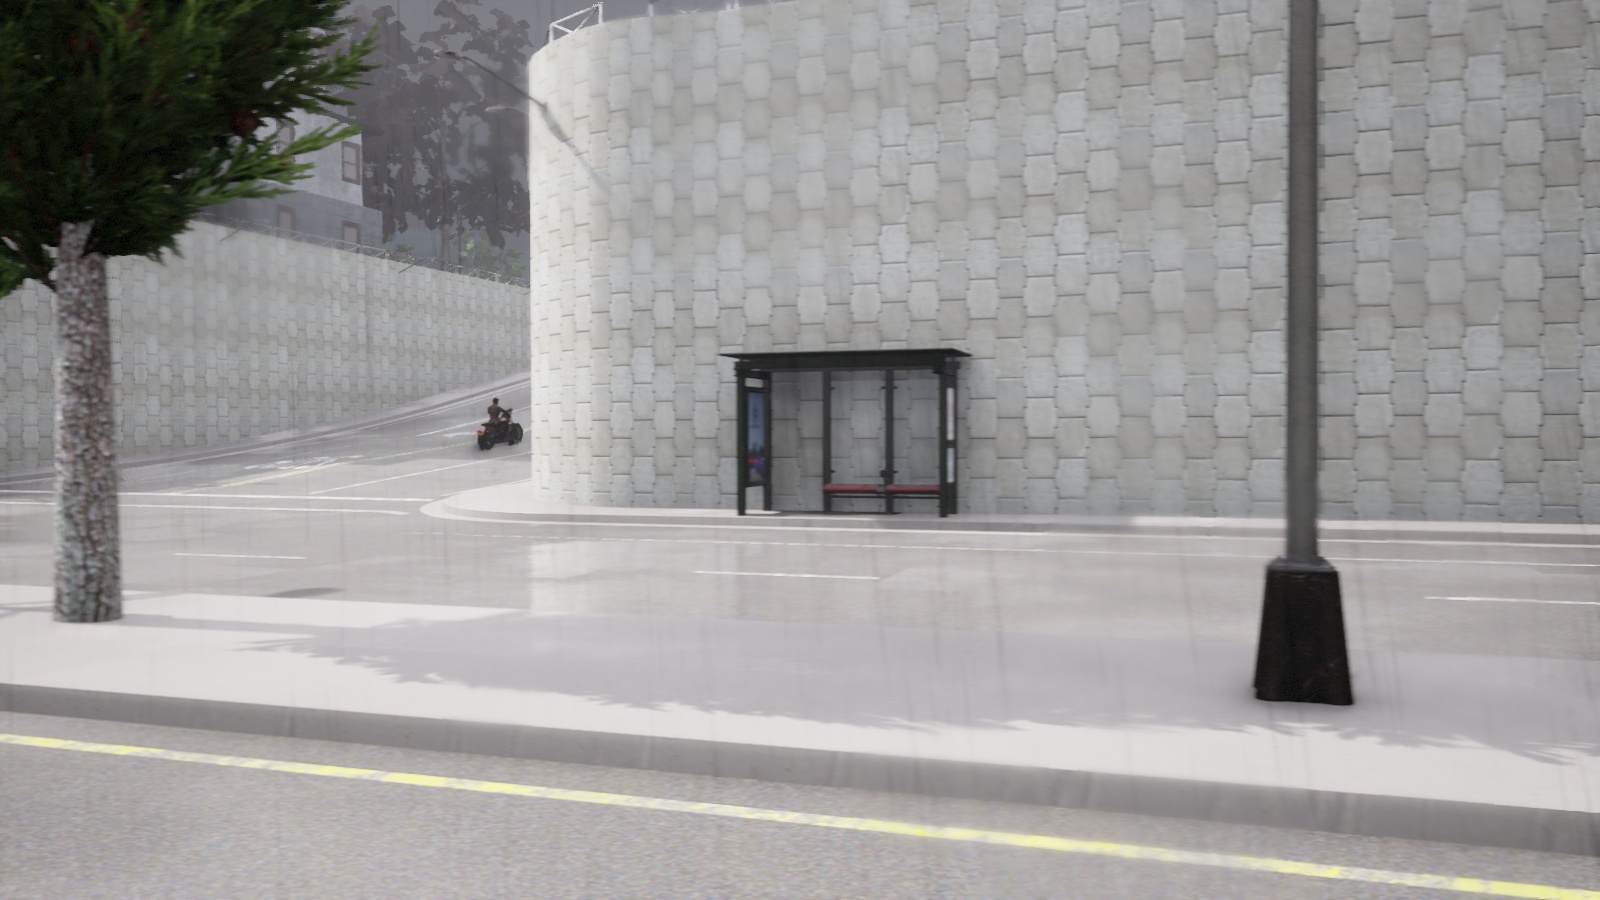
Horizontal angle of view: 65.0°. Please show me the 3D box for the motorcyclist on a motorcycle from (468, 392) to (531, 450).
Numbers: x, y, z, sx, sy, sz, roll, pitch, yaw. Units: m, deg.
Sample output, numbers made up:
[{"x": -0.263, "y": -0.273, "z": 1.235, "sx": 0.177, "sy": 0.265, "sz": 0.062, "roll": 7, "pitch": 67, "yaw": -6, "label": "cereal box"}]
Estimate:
[{"x": -9.467, "y": -0.951, "z": 39.673, "sx": 0.766, "sy": 1.649, "sz": 2.350, "roll": 1, "pitch": 6, "yaw": 19, "label": "motorcyclist on a motorcycle"}]
